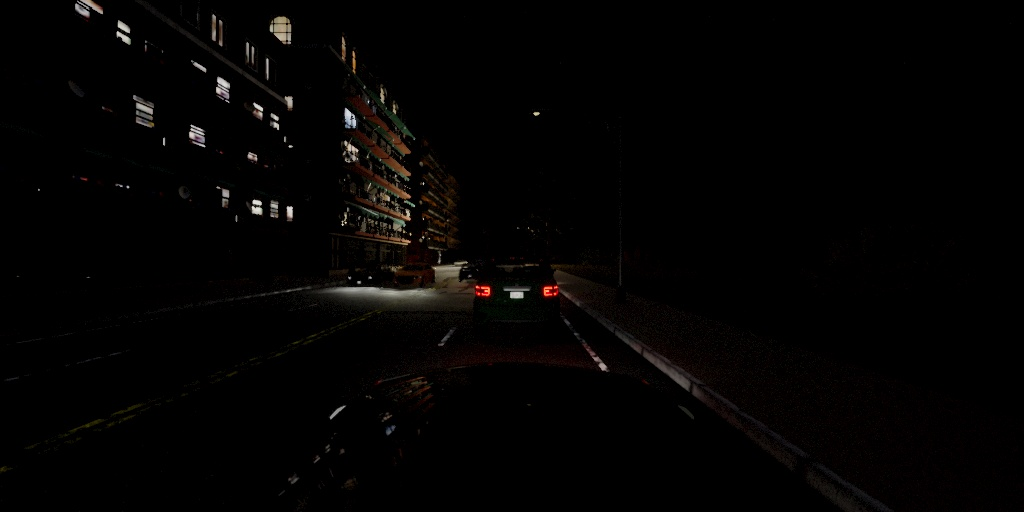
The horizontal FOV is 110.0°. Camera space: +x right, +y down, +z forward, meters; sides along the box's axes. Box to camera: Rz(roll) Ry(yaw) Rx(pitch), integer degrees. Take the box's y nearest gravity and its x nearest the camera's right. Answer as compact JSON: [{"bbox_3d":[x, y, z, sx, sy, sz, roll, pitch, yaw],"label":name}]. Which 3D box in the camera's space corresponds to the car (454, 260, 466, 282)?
[{"bbox_3d":[-3.046,1.245,28.553,2.128,1.511,4.902,0,0,0],"label":"car"}]

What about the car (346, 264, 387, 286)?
[{"bbox_3d":[-9.761,1.300,25.565,2.033,1.411,5.357,0,0,0],"label":"car"}]

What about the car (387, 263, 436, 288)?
[{"bbox_3d":[-6.513,1.230,24.384,1.882,1.535,5.008,0,0,0],"label":"car"}]

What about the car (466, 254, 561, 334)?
[{"bbox_3d":[0.129,0.973,10.762,2.150,2.045,5.566,0,0,0],"label":"car"}]

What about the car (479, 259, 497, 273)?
[{"bbox_3d":[-2.981,1.229,45.323,1.882,1.535,5.008,0,0,0],"label":"car"}]
